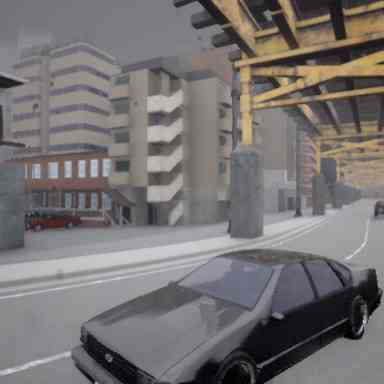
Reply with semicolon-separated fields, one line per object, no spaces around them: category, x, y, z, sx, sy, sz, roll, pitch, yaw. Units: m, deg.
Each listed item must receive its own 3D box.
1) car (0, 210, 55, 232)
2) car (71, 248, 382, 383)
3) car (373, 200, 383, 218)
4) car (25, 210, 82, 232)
car;-13.788;2.348;27.743;1.851;1.617;3.988;0;-2;28
car;1.090;1.635;5.086;5.357;1.411;2.033;1;-1;-42
car;23.036;2.023;39.778;2.150;2.045;5.566;0;-2;28
car;-11.199;2.318;26.222;2.033;1.415;5.357;0;-1;28
